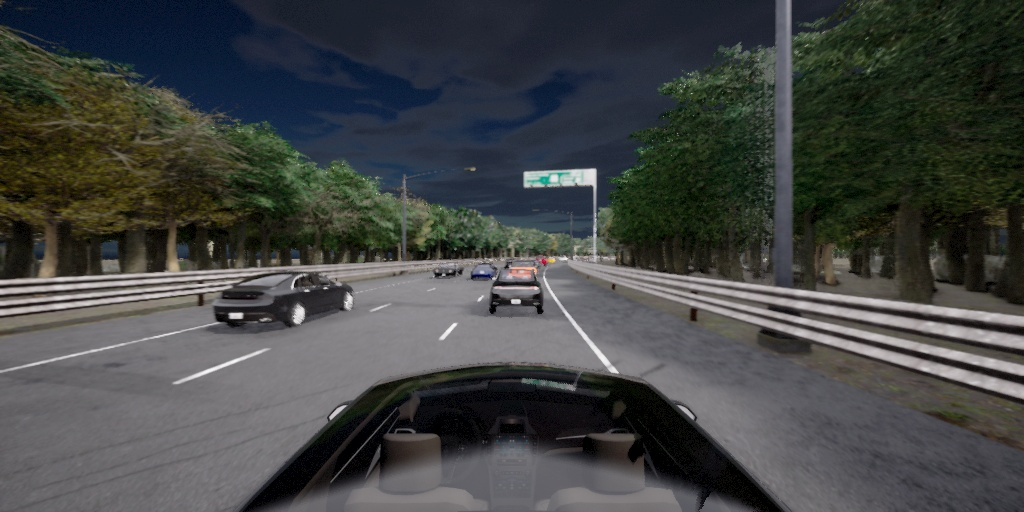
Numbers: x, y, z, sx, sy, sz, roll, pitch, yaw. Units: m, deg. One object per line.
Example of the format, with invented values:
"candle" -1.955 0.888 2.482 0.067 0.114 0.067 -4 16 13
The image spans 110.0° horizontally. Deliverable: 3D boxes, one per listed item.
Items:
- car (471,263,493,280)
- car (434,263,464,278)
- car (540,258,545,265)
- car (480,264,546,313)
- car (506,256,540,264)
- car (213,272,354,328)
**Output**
"car" -2.312 1.308 31.369 1.994 1.385 4.181 0 0 4
"car" -5.740 1.334 33.409 1.895 1.301 4.718 0 0 4
"car" 3.609 1.290 56.182 2.033 1.411 5.357 0 0 7
"car" 0.205 1.244 13.893 2.128 1.511 4.902 0 0 2
"car" 0.824 1.104 26.997 2.097 1.767 4.553 0 0 4
"car" -6.772 1.236 11.303 1.837 1.490 4.892 0 0 1
